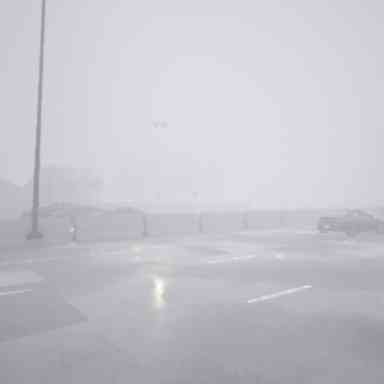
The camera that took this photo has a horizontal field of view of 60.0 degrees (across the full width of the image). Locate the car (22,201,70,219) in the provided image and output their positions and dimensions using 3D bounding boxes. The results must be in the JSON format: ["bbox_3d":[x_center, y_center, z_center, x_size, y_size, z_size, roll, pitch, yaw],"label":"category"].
[{"bbox_3d":[-10.704,1.505,26.363,5.008,1.535,1.882,1,0,-35],"label":"car"}]

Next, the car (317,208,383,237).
[{"bbox_3d":[8.916,1.641,18.707,4.674,1.442,1.812,0,0,-35],"label":"car"}]

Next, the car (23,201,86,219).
[{"bbox_3d":[-12.155,1.539,29.617,4.892,1.490,1.837,1,-1,-35],"label":"car"}]

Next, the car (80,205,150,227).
[{"bbox_3d":[-4.806,1.608,21.943,4.181,1.385,1.994,1,0,-35],"label":"car"}]

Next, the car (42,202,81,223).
[{"bbox_3d":[-8.120,1.596,23.903,4.181,1.385,1.994,0,0,-35],"label":"car"}]
